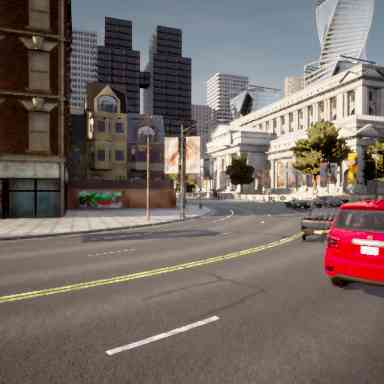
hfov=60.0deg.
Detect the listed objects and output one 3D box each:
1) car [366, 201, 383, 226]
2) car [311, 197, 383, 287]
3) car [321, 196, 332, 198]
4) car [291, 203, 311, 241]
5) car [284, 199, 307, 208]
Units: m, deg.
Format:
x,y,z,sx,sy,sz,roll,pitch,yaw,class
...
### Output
x,y,z,sx,sy,sz,roll,pitch,yaw,class
14.109,1.492,24.214,1.837,1.490,4.892,0,0,19,car
5.271,1.219,8.414,2.150,2.045,5.566,0,1,43,car
16.753,1.325,41.151,2.097,1.767,4.553,0,0,1,car
6.652,1.481,16.044,2.128,1.511,4.902,0,0,33,car
13.345,1.570,42.629,1.895,1.301,4.718,0,0,-2,car
